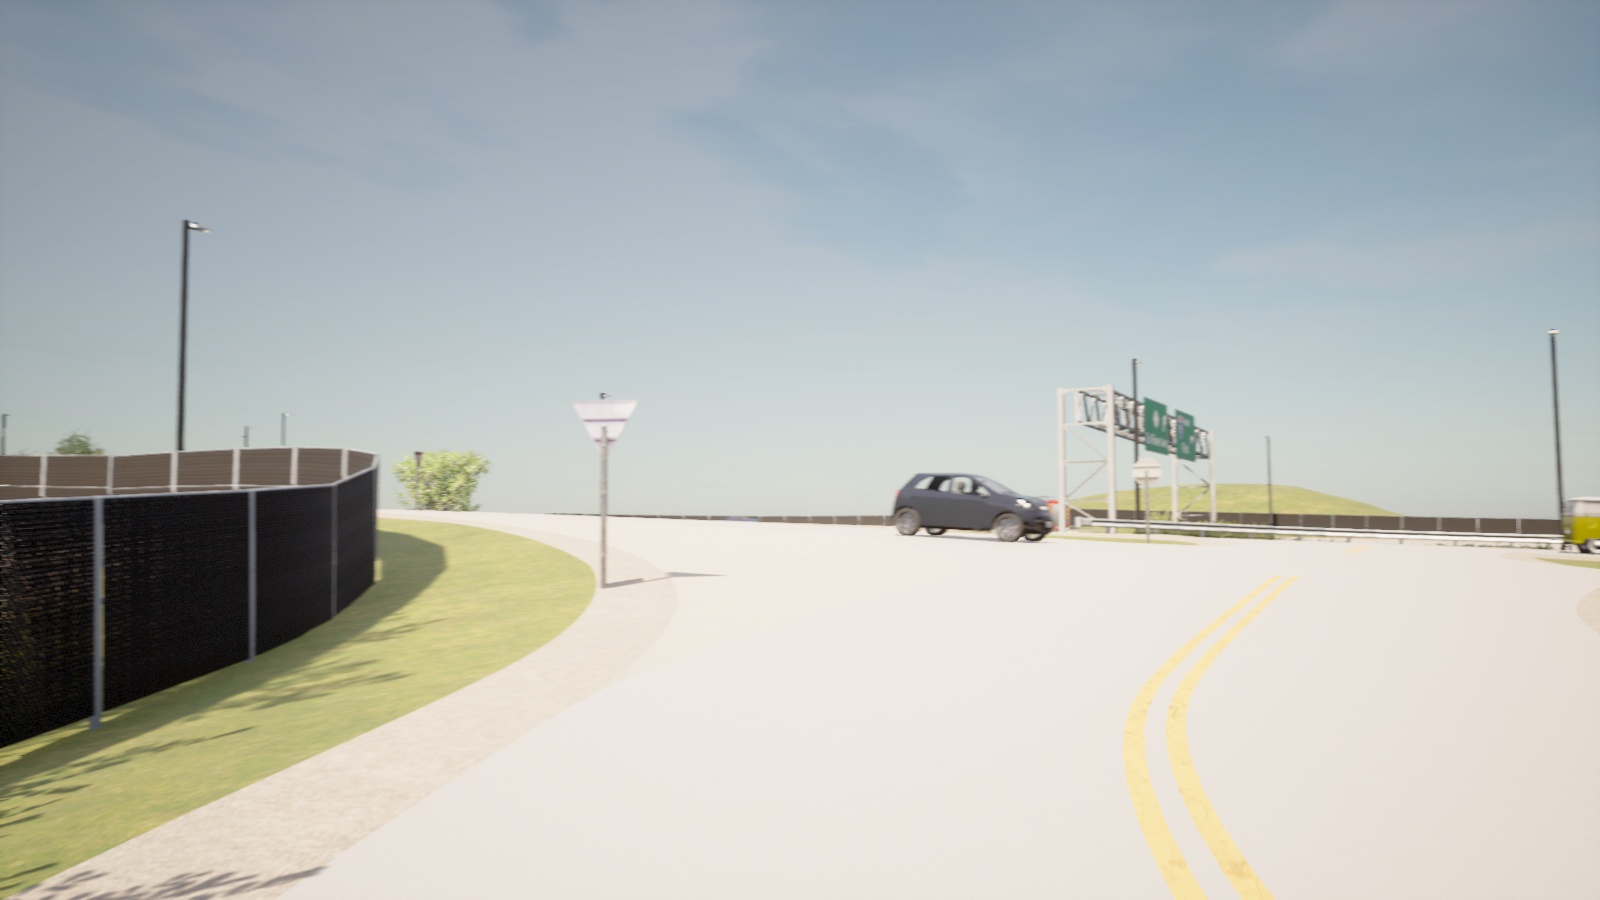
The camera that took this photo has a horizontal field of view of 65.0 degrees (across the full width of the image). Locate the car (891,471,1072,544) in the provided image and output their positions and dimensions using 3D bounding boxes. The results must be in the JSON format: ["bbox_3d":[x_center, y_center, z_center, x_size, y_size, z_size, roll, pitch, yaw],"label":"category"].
[{"bbox_3d":[4.152,1.303,28.844,3.633,1.501,1.845,1,-2,33],"label":"car"}]

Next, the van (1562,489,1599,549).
[{"bbox_3d":[28.641,2.399,42.626,4.442,1.987,1.775,1,-2,20],"label":"van"}]
